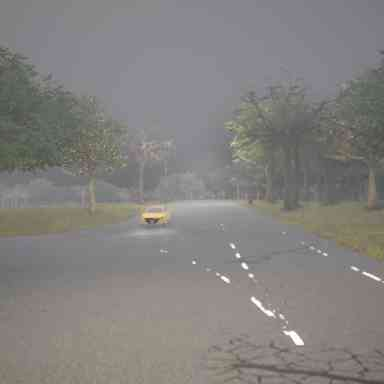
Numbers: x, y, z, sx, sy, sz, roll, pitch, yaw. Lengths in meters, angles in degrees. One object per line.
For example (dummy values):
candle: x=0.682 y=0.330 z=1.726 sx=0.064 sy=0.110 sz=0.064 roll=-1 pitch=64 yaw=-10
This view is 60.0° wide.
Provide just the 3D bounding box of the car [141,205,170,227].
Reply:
car: x=-2.886 y=1.863 z=27.114 sx=1.882 sy=1.535 sz=5.008 roll=-1 pitch=1 yaw=2
